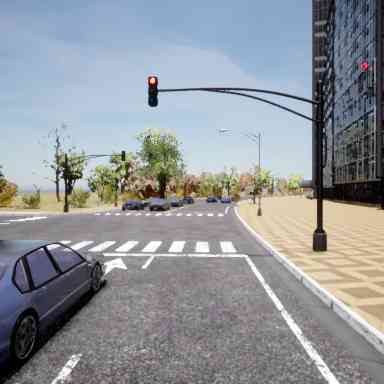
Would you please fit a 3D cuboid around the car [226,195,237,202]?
[{"bbox_3d":[9.629,1.546,80.413,2.128,1.511,4.902,0,0,14],"label":"car"}]

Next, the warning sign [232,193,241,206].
[{"bbox_3d":[6.466,1.122,48.263,1.300,1.860,1.060,0,0,8],"label":"warning sign"}]

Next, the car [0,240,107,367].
[{"bbox_3d":[-3.036,1.547,5.722,2.033,1.411,5.357,0,0,1],"label":"car"}]

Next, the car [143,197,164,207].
[{"bbox_3d":[-5.871,1.548,51.375,2.033,1.411,5.357,0,0,8],"label":"car"}]

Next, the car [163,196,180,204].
[{"bbox_3d":[-3.899,1.552,63.243,2.033,1.411,5.357,0,0,10],"label":"car"}]

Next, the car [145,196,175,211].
[{"bbox_3d":[-3.923,1.547,41.486,2.033,1.411,5.357,0,0,7],"label":"car"}]

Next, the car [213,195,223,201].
[{"bbox_3d":[6.319,1.392,80.540,1.812,1.442,4.674,0,0,14],"label":"car"}]

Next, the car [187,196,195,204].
[{"bbox_3d":[-0.719,1.512,62.585,1.837,1.490,4.892,0,0,10],"label":"car"}]

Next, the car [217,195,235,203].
[{"bbox_3d":[6.990,1.561,67.594,2.033,1.411,5.357,0,0,11],"label":"car"}]

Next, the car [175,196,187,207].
[{"bbox_3d":[-2.539,1.550,51.694,2.033,1.411,5.357,0,0,8],"label":"car"}]

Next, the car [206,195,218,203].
[{"bbox_3d":[4.199,1.559,70.833,1.994,1.385,4.181,0,0,12],"label":"car"}]

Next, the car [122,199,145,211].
[{"bbox_3d":[-7.210,1.563,41.211,1.994,1.385,4.181,0,0,7],"label":"car"}]
